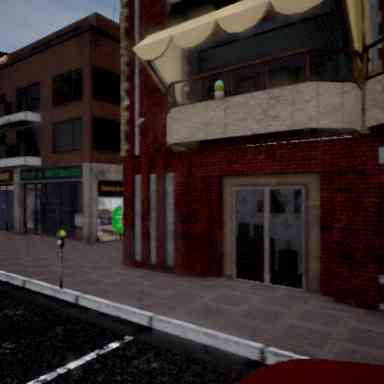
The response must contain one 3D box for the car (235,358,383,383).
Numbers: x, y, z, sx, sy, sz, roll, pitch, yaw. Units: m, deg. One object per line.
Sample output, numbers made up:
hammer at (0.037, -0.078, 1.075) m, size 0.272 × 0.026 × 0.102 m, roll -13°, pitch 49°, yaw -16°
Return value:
car at (2.031, 1.582, 1.489) m, size 4.206 × 1.307 × 1.802 m, roll 0°, pitch 0°, yaw 35°
